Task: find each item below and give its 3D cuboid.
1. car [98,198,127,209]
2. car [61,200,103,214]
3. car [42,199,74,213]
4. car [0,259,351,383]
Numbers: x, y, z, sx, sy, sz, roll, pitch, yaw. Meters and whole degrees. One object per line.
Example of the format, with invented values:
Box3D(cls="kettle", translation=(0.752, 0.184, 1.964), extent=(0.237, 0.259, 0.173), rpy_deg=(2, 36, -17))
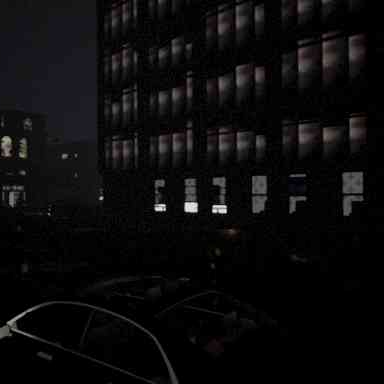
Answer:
Box3D(cls="car", translation=(-12.186, 1.788, 51.031), extent=(1.967, 1.590, 4.097), rpy_deg=(-1, -1, 36))
Box3D(cls="car", translation=(-11.967, 1.798, 37.125), extent=(1.802, 1.307, 4.206), rpy_deg=(-1, -1, 36))
Box3D(cls="car", translation=(-16.165, 1.625, 41.247), extent=(2.097, 1.767, 4.553), rpy_deg=(-1, -1, 37))
Box3D(cls="car", translation=(-0.751, 1.560, 3.412), extent=(4.403, 1.369, 2.008), rpy_deg=(0, 0, 35))
